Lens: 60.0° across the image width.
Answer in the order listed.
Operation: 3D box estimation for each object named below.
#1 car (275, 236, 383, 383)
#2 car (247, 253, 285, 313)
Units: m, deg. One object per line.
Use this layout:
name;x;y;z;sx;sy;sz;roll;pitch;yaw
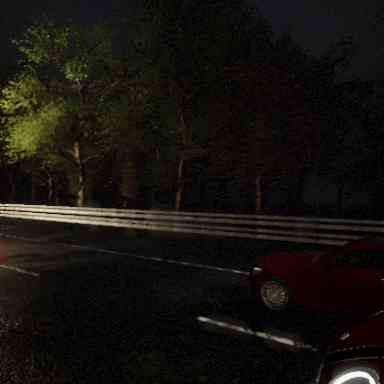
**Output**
car;3.050;1.352;1.824;4.553;1.767;2.097;0;0;35
car;3.295;1.529;5.948;4.674;1.442;1.812;0;0;36
